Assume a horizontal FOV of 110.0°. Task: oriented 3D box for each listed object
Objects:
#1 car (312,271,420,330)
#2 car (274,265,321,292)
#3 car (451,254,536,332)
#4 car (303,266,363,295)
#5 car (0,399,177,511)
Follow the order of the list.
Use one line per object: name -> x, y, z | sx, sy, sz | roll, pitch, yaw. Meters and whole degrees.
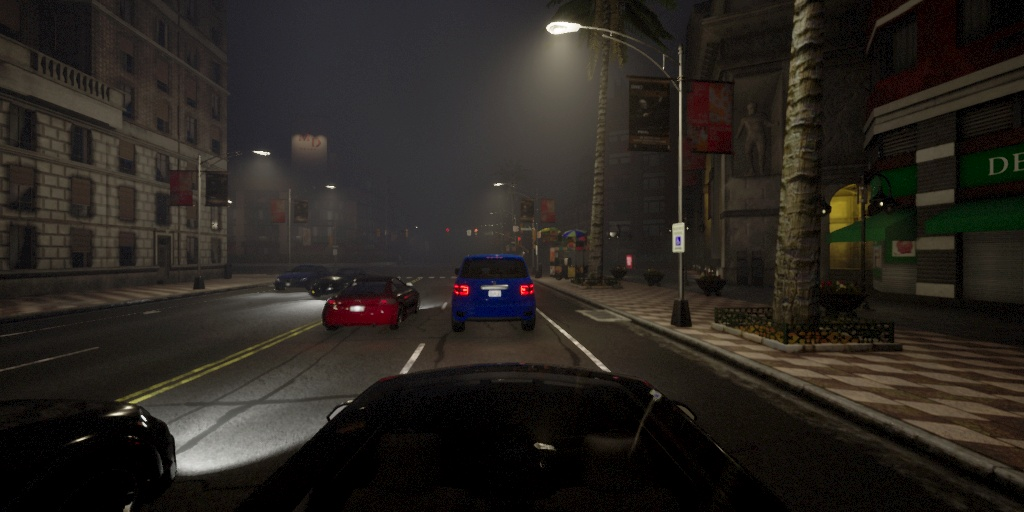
car -> -4.142, 1.312, 11.159 | 1.994, 1.385, 4.181 | 0, 0, -5
car -> -12.322, 1.271, 21.679 | 1.812, 1.442, 4.674 | 0, 0, -6
car -> -0.605, 0.969, 11.048 | 2.150, 2.045, 5.566 | 0, 0, -4
car -> -8.459, 1.311, 18.222 | 1.994, 1.385, 4.181 | 0, 0, -6
car -> -3.698, 1.314, 1.074 | 1.994, 1.385, 4.181 | 0, 0, 3
